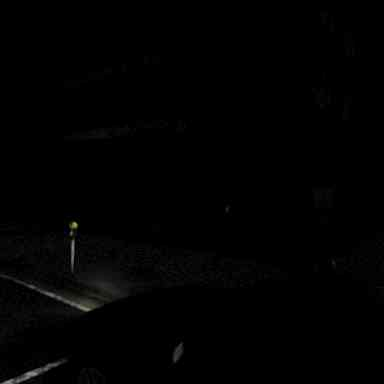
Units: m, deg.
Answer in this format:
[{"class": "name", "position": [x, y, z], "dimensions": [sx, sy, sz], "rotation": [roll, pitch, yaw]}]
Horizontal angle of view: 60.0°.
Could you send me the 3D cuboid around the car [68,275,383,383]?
[{"class": "car", "position": [0.975, 1.472, 2.691], "dimensions": [5.008, 1.535, 1.882], "rotation": [2, 1, 38]}]
